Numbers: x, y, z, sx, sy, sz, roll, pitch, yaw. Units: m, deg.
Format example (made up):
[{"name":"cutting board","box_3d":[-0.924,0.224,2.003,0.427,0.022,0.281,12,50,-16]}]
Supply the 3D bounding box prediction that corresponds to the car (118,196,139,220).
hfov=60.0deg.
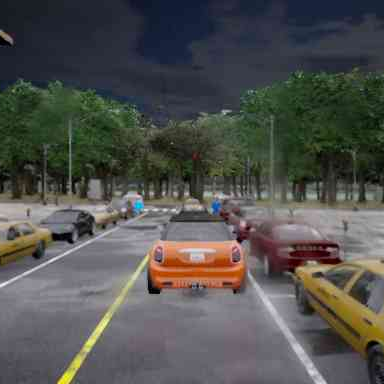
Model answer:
[{"name":"car","box_3d":[-5.740,1.317,26.247,1.967,1.590,4.097,0,0,0]}]

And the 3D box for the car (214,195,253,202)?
[{"name":"car","box_3d":[2.780,1.217,20.801,2.192,1.841,5.009,0,0,0]}]

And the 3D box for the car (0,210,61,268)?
[{"name":"car","box_3d":[-5.756,1.478,9.766,1.752,1.417,4.829,0,0,0]}]

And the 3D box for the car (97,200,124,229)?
[{"name":"car","box_3d":[-5.745,1.428,20.641,1.752,1.417,4.829,0,0,0]}]

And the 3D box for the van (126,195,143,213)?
[{"name":"van","box_3d":[-5.735,1.194,31.685,1.690,1.788,3.998,0,0,0]}]

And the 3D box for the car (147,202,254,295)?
[{"name":"car","box_3d":[0.107,1.310,8.782,2.097,1.767,4.553,0,0,0]}]

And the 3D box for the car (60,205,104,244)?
[{"name":"car","box_3d":[-5.750,1.493,15.373,1.947,1.339,4.313,0,0,0]}]

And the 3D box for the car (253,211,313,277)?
[{"name":"car","box_3d":[2.770,1.497,9.927,1.887,1.381,4.507,0,0,0]}]

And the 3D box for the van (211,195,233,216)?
[{"name":"van","box_3d":[2.791,1.194,31.676,1.690,1.788,3.998,0,0,0]}]

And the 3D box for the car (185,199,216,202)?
[{"name":"car","box_3d":[0.118,1.400,19.279,2.128,1.511,4.902,0,0,0]}]

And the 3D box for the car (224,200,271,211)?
[{"name":"car","box_3d":[2.775,1.367,15.364,1.967,1.590,4.097,0,0,0]}]

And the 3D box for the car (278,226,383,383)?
[{"name":"car","box_3d":[2.765,1.502,4.659,1.752,1.417,4.829,0,0,0]}]
